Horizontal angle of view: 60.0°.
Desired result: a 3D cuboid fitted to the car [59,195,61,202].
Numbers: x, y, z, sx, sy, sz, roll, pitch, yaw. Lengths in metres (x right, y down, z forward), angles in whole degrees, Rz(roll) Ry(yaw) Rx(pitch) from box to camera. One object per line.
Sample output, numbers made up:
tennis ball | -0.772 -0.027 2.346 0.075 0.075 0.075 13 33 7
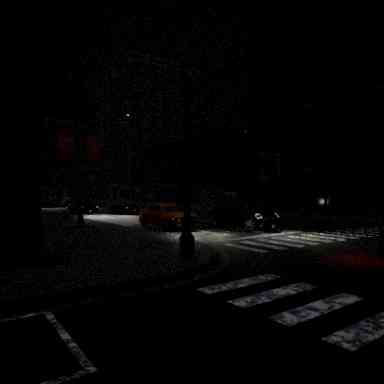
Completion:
car | -25.126 1.380 65.027 2.128 1.511 4.902 0 0 -36

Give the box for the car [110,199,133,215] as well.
car | -6.823 1.477 33.708 1.812 1.442 4.674 0 0 -36

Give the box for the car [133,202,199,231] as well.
car | -1.553 1.454 20.815 1.882 1.535 5.008 0 0 -36

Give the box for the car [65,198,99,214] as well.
car | -11.166 1.553 34.179 1.895 1.301 4.718 0 0 -36

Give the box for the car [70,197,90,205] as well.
car | -19.053 1.509 56.598 1.895 1.301 4.718 0 0 -36

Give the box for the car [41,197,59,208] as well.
car | -21.355 1.455 48.493 1.812 1.442 4.674 0 0 -36

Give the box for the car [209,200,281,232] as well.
car | 3.098 1.330 20.080 2.097 1.767 4.553 0 0 -38

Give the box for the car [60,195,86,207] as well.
car | -17.170 1.490 48.202 1.994 1.385 4.181 0 0 -35

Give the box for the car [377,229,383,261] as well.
car | 7.441 1.478 8.319 1.882 1.535 5.008 0 0 -36
